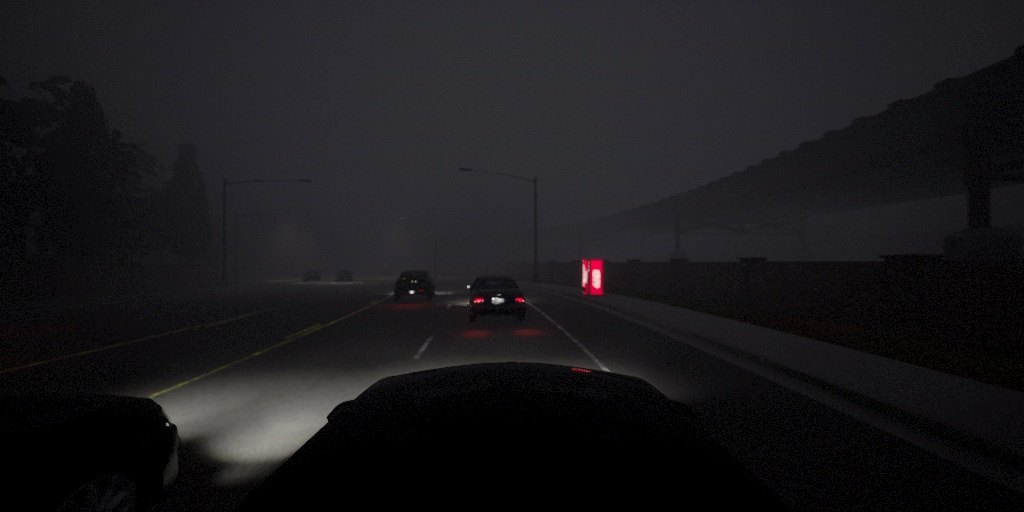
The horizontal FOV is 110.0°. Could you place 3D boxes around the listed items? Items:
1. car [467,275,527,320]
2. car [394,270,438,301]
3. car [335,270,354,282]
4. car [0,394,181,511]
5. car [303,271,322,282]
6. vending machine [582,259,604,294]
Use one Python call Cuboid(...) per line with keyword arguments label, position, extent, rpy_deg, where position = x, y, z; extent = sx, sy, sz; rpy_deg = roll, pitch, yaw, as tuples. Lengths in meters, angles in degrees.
Cuboid(label="car", position=(-0.649, 1.402, 13.059), extent=(2.033, 1.411, 5.357), rpy_deg=(0, -1, -6))
Cuboid(label="car", position=(-5.131, 1.510, 19.277), extent=(1.837, 1.490, 4.892), rpy_deg=(0, -2, -10))
Cuboid(label="car", position=(-20.978, 2.512, 44.887), extent=(1.837, 1.490, 4.892), rpy_deg=(1, -3, -27))
Cuboid(label="car", position=(-3.523, 1.268, 0.769), extent=(1.837, 1.490, 4.892), rpy_deg=(0, 0, 0))
Cuboid(label="car", position=(-26.606, 2.697, 47.767), extent=(1.837, 1.490, 4.892), rpy_deg=(1, -3, -33))
Cuboid(label="vending machine", position=(4.401, 1.153, 19.570), extent=(1.100, 2.100, 0.880), rpy_deg=(0, 0, -9))
